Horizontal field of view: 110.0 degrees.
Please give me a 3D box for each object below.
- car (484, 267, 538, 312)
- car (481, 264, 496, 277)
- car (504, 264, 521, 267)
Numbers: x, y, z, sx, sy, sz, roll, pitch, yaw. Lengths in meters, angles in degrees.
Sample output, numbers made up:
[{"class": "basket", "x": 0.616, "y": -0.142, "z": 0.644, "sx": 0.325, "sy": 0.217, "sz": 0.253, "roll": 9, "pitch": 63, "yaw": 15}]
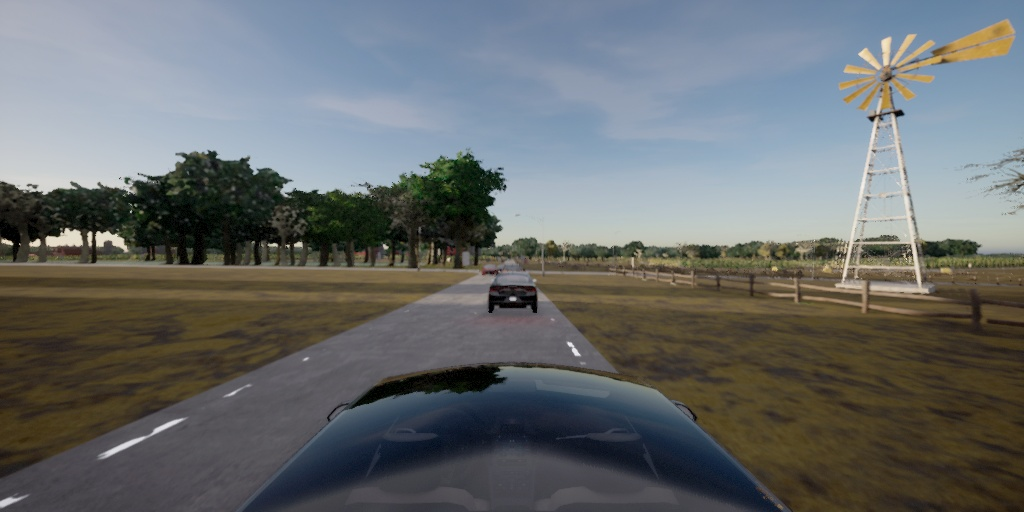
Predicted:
[{"class": "car", "x": 0.052, "y": 1.400, "z": 15.193, "sx": 1.882, "sy": 1.535, "sz": 5.008, "roll": 0, "pitch": -1, "yaw": 0}, {"class": "car", "x": -2.815, "y": 1.773, "z": 45.744, "sx": 1.882, "sy": 1.535, "sz": 5.008, "roll": 0, "pitch": -1, "yaw": 0}, {"class": "car", "x": 0.040, "y": 1.447, "z": 28.977, "sx": 2.097, "sy": 1.767, "sz": 4.553, "roll": 0, "pitch": -1, "yaw": 0}]
